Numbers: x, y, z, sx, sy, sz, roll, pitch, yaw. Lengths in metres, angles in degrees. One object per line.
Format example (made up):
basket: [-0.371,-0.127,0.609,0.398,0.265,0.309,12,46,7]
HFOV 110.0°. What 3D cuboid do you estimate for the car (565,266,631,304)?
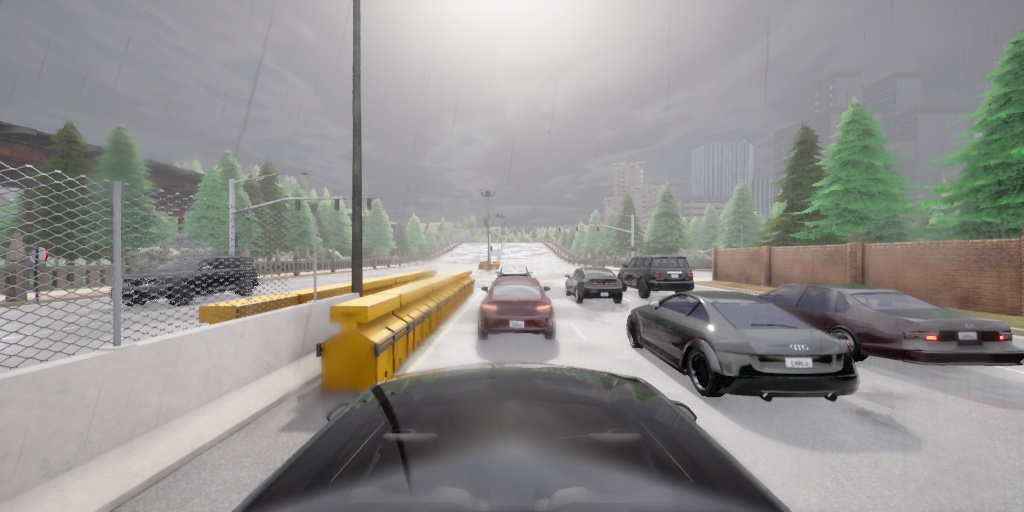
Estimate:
car: [3.613,1.255,16.401,1.837,1.490,4.892,0,0,0]

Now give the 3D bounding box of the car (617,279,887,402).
car: [3.607,1.314,6.535,1.994,1.385,4.181,0,0,-1]

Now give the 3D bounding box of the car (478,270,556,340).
car: [0.109,1.276,9.863,1.812,1.442,4.674,0,0,0]

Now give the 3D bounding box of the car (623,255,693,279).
car: [7.114,0.972,18.341,2.150,2.045,5.566,0,0,0]

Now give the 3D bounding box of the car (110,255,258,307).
car: [-13.996,0.976,15.896,2.150,2.045,5.566,0,0,0]

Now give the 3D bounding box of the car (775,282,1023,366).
car: [7.106,1.297,8.099,2.033,1.411,5.357,0,0,0]

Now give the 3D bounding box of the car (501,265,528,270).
car: [0.116,1.241,19.109,2.128,1.511,4.902,0,0,0]
